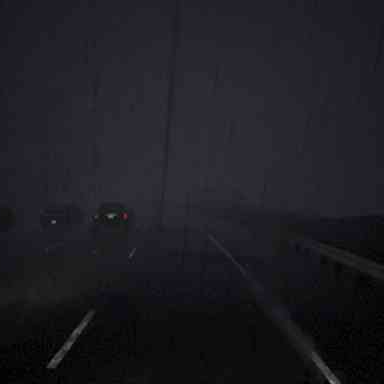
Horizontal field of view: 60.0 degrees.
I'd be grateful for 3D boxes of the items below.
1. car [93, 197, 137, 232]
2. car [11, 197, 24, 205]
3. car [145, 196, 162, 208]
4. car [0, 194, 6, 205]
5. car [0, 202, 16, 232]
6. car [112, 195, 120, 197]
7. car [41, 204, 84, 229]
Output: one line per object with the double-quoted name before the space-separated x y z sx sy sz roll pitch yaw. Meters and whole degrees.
"car" -4.750 1.406 20.639 2.097 1.767 4.553 0 0 -6
"car" -34.200 1.707 65.317 1.812 1.442 4.674 0 0 -22
"car" -6.105 1.477 51.994 2.097 1.767 4.553 0 0 -16
"car" -37.540 1.409 64.232 2.150 2.045 5.566 0 0 -22
"car" -11.404 1.278 17.427 2.150 2.045 5.566 0 0 -6
"car" -19.331 1.539 83.880 1.882 1.535 5.008 0 0 -27
"car" -8.422 1.554 21.963 2.128 1.511 4.902 0 0 -7
